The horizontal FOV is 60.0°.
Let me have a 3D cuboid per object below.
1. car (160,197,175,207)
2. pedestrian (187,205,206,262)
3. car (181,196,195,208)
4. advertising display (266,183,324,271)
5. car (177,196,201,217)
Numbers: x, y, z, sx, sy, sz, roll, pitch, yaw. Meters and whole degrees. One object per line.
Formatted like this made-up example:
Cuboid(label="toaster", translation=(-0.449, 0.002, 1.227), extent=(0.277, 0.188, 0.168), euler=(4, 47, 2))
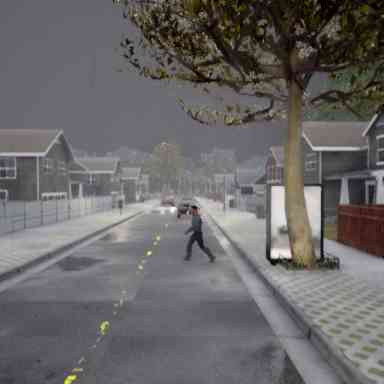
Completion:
Cuboid(label="car", translation=(-3.471, 1.425, 47.845), extent=(1.895, 1.301, 4.718), euler=(0, 0, -1))
Cuboid(label="pedestrian", translation=(0.131, 1.251, 10.246), extent=(0.375, 1.860, 0.375), euler=(0, 1, -9))
Cuboid(label="car", translation=(-0.519, 1.332, 46.114), extent=(1.837, 1.490, 4.892), euler=(0, 0, -1))
Cuboid(label="advertising display", translation=(2.895, 0.985, 9.384), extent=(1.540, 2.440, 0.280), euler=(0, 1, -1))
Cuboid(label="car", translation=(-0.309, 1.389, 29.576), extent=(1.837, 1.490, 4.892), euler=(0, 1, 0))
